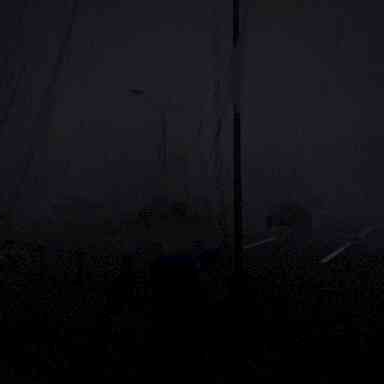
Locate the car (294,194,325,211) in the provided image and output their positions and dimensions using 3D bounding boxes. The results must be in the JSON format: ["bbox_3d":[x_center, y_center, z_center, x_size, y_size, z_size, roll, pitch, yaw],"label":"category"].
[{"bbox_3d":[13.629,1.199,37.835,1.932,1.855,4.605,-1,0,35],"label":"car"}]

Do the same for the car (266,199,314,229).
[{"bbox_3d":[5.909,1.386,20.585,1.845,1.501,3.633,-1,0,35],"label":"car"}]

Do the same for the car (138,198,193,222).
[{"bbox_3d":[-2.239,1.461,26.369,2.007,1.523,4.514,-1,0,35],"label":"car"}]

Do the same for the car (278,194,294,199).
[{"bbox_3d":[11.015,1.206,39.169,1.905,1.878,3.866,-1,0,35],"label":"car"}]

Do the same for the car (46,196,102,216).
[{"bbox_3d":[-12.018,1.381,34.120,1.932,1.855,4.605,-1,0,35],"label":"car"}]

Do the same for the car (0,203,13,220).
[{"bbox_3d":[-16.864,1.645,27.162,1.970,1.475,3.806,-1,0,35],"label":"car"}]

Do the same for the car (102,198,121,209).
[{"bbox_3d":[-11.933,1.649,46.300,2.007,1.523,4.514,-1,0,35],"label":"car"}]

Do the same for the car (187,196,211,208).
[{"bbox_3d":[0.552,1.407,46.531,2.152,1.636,5.027,-1,0,35],"label":"car"}]
